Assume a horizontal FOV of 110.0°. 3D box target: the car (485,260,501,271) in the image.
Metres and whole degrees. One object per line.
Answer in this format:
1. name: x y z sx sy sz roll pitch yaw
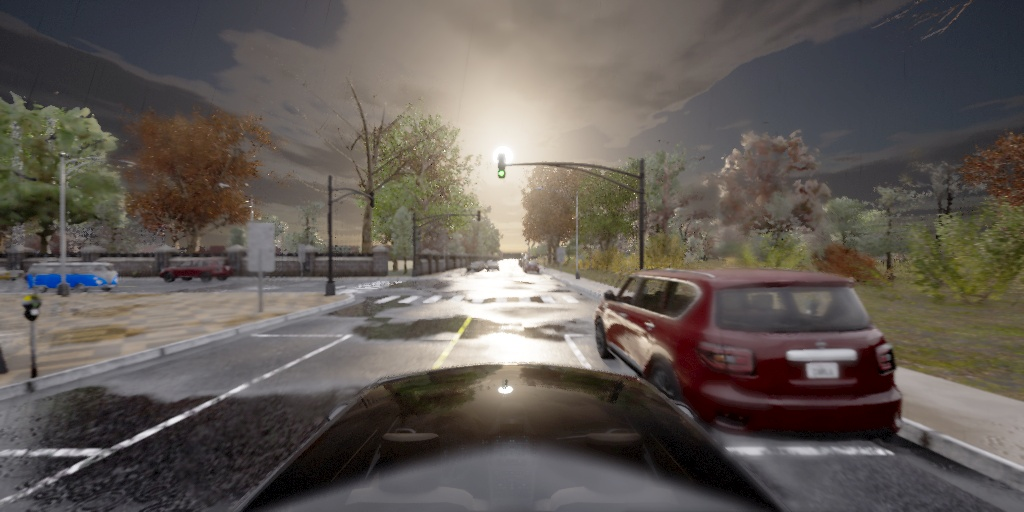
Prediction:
1. car: -2.767 1.523 53.059 1.812 1.442 4.674 0 0 0

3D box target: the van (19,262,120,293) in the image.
1. van: -25.829 1.278 21.226 3.998 1.789 1.690 0 0 -1

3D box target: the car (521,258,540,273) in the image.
1. car: 2.604 1.404 47.410 1.967 1.591 4.097 0 0 0

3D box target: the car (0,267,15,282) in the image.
1. car: -42.726 1.425 29.103 4.829 1.417 1.751 0 0 -1

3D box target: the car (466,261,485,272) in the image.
1. car: -5.335 1.543 50.424 1.948 1.339 4.313 0 0 0

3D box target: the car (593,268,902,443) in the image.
1. car: 2.693 1.083 5.476 2.192 1.841 5.009 0 0 0

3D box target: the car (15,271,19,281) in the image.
1. car: -36.931 1.472 29.204 4.207 1.307 1.802 0 0 -1

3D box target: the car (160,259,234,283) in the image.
1. car: -25.682 1.185 29.399 5.009 1.841 2.192 0 0 -1

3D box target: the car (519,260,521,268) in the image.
1. car: 2.546 1.550 56.110 1.888 1.381 4.507 0 0 0
